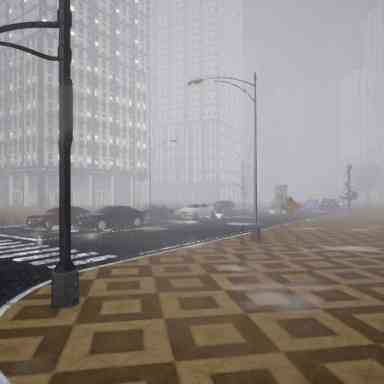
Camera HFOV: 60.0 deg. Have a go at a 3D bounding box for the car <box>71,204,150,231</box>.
[{"bbox_3d":[-5.307,1.606,21.997,1.882,1.535,5.008,0,-1,34],"label":"car"}]

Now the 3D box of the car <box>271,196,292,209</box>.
[{"bbox_3d":[13.696,1.640,50.185,2.150,2.045,5.566,0,0,32],"label":"car"}]

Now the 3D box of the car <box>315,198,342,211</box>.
[{"bbox_3d":[19.263,1.663,46.740,2.097,1.767,4.553,0,0,32],"label":"car"}]

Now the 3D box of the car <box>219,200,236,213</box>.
[{"bbox_3d":[3.733,1.781,41.055,1.837,1.490,4.892,0,-1,34],"label":"car"}]

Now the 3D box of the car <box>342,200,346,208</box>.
[{"bbox_3d":[24.421,1.966,55.223,1.895,1.301,4.718,0,0,30],"label":"car"}]

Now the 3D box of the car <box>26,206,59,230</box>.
[{"bbox_3d":[-8.802,1.659,22.635,1.812,1.442,4.674,0,-1,34],"label":"car"}]

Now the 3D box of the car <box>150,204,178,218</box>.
[{"bbox_3d":[-3.669,1.793,30.159,1.895,1.301,4.718,0,-1,34],"label":"car"}]

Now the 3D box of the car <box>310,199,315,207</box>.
[{"bbox_3d":[19.101,1.831,52.762,1.882,1.535,5.008,0,0,31],"label":"car"}]

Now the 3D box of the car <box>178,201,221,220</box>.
[{"bbox_3d":[0.469,1.720,30.463,1.812,1.442,4.674,0,-1,34],"label":"car"}]

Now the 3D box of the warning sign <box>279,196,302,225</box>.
[{"bbox_3d":[6.804,1.251,22.965,1.300,1.860,1.060,0,0,34],"label":"warning sign"}]

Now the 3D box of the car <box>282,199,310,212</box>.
[{"bbox_3d":[13.880,1.898,44.366,1.895,1.301,4.718,0,-1,33],"label":"car"}]
